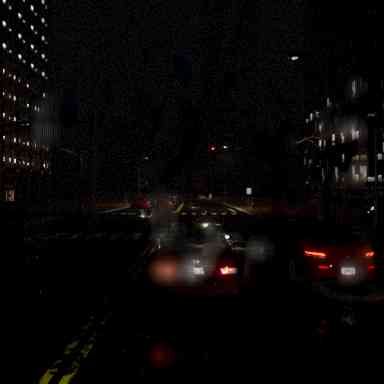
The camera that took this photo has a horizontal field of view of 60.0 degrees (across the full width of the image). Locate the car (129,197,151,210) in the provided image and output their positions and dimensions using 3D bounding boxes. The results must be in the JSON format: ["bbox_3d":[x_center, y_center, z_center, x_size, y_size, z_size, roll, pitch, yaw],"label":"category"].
[{"bbox_3d":[-6.650,1.443,42.198,1.882,1.535,5.008,0,0,0],"label":"car"}]

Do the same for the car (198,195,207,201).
[{"bbox_3d":[2.543,1.393,82.803,1.812,1.442,4.674,0,0,-4],"label":"car"}]

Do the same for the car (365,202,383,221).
[{"bbox_3d":[16.991,1.280,26.660,5.566,2.045,2.150,0,0,3],"label":"car"}]

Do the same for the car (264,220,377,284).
[{"bbox_3d":[3.338,1.522,9.408,1.812,1.442,4.674,0,0,0],"label":"car"}]

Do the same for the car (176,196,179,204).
[{"bbox_3d":[-3.405,1.456,49.468,1.837,1.490,4.892,0,0,0],"label":"car"}]

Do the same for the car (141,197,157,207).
[{"bbox_3d":[-6.661,1.471,52.119,1.812,1.442,4.674,0,0,0],"label":"car"}]

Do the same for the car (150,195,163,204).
[{"bbox_3d":[-6.663,1.429,62.484,1.837,1.490,4.892,0,0,0],"label":"car"}]

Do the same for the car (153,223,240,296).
[{"bbox_3d":[0.089,1.544,8.824,2.033,1.411,5.357,0,0,0],"label":"car"}]

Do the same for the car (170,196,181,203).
[{"bbox_3d":[-3.421,1.473,69.121,1.994,1.385,4.181,0,0,-1],"label":"car"}]

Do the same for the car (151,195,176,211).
[{"bbox_3d":[-3.396,1.320,40.576,2.097,1.767,4.553,0,0,0],"label":"car"}]
